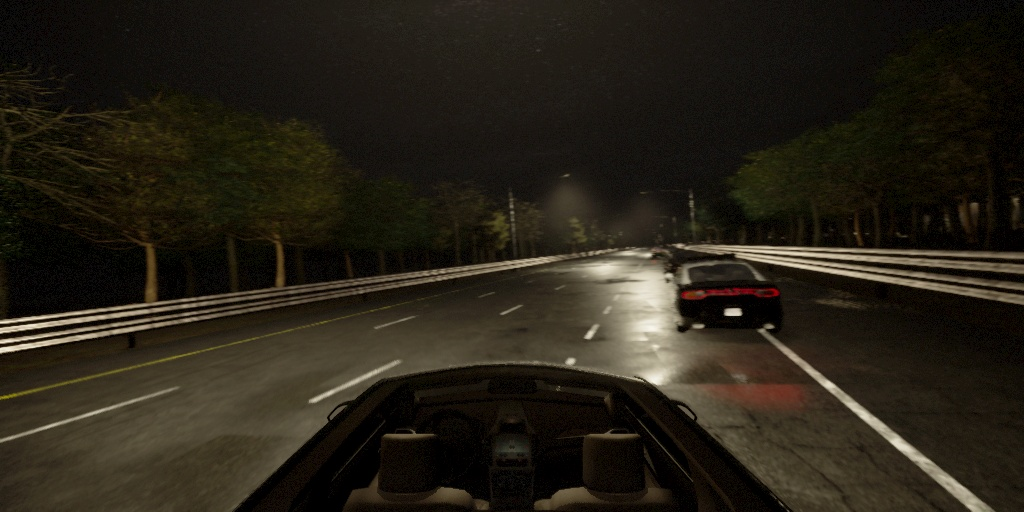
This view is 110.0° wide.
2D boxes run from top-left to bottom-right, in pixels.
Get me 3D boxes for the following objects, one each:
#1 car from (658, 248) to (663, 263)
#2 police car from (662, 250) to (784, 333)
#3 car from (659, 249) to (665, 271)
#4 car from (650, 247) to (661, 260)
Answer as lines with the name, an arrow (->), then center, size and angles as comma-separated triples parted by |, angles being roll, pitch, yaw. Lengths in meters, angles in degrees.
car -> 10.918, 0.350, 23.779 | 1.837, 1.490, 4.892 | -5, 0, 22
police car -> 5.025, 0.758, 9.048 | 1.930, 1.638, 5.238 | -5, 0, 22
car -> 8.692, 0.534, 18.219 | 1.837, 1.490, 4.892 | -5, 0, 22
car -> 19.500, -0.258, 47.783 | 1.895, 1.301, 4.718 | -5, 0, 23
